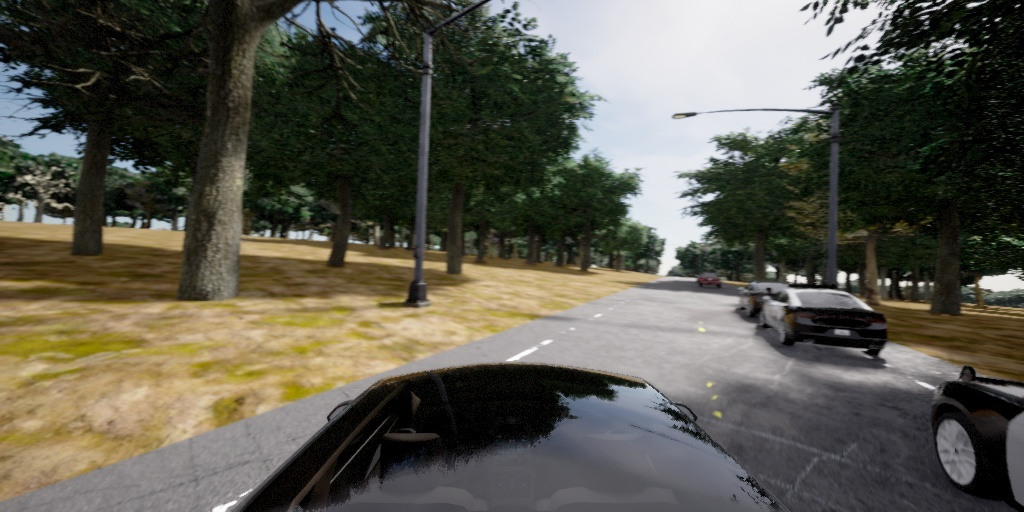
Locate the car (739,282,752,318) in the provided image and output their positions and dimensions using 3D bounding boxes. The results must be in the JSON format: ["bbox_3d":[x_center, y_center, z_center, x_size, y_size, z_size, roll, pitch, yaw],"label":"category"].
[{"bbox_3d":[11.351,1.834,15.864,1.882,1.535,5.008,0,-2,26],"label":"car"}]

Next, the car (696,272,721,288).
[{"bbox_3d":[22.382,2.596,40.701,2.097,1.767,4.553,2,-1,26],"label":"car"}]

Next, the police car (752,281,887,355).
[{"bbox_3d":[8.750,1.610,10.570,1.930,1.638,5.238,1,-1,26],"label":"police car"}]

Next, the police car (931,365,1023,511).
[{"bbox_3d":[4.302,1.330,1.603,1.930,1.638,5.238,2,-1,27],"label":"police car"}]
